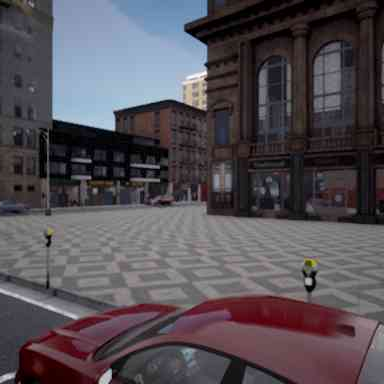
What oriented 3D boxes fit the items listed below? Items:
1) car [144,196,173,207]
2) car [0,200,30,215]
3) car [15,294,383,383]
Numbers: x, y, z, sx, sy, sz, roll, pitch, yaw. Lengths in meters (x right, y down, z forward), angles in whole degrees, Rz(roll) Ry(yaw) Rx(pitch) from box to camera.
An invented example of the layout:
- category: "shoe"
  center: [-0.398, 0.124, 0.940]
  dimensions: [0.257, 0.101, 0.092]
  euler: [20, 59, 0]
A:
- category: "car"
  center: [-4.864, 1.301, 48.815]
  dimensions: [2.097, 1.767, 4.553]
  euler: [0, 0, 37]
- category: "car"
  center: [-17.660, 1.497, 31.450]
  dimensions: [1.994, 1.385, 4.181]
  euler: [0, 0, 36]
- category: "car"
  center: [0.380, 1.544, 2.575]
  dimensions: [4.507, 1.381, 1.887]
  euler: [0, 0, 35]
